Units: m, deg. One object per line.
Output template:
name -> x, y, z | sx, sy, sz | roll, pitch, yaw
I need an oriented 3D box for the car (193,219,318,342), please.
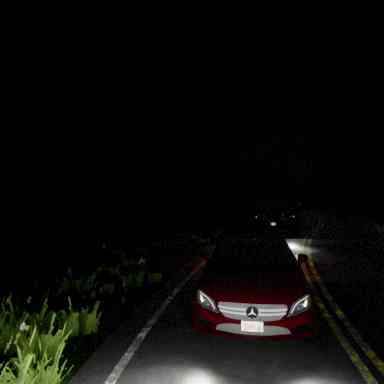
car -> 1.229, 1.534, 6.728 | 1.812, 1.442, 4.674 | -1, 0, 11

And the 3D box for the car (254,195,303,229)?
car -> 5.032, 1.214, 18.966 | 2.150, 2.045, 5.566 | -2, -1, 22
